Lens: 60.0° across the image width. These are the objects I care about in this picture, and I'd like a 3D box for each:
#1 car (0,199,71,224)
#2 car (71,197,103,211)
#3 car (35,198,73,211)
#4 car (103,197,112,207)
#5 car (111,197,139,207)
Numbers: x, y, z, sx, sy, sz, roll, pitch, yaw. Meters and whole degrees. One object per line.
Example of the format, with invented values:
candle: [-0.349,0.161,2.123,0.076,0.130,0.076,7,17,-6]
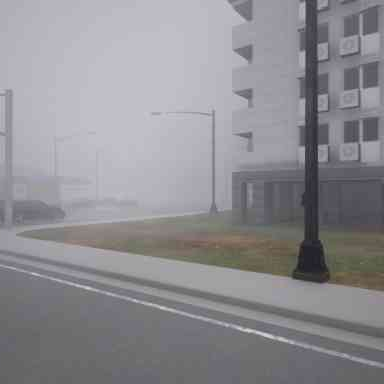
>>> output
car: [-12.122,1.352,25.473,2.097,1.767,4.553,0,0,37]
car: [-14.073,1.492,41.577,2.128,1.511,4.902,0,0,30]
car: [-17.589,1.564,42.495,1.994,1.385,4.181,0,0,31]
car: [-13.369,1.478,51.668,1.882,1.535,5.008,0,0,16]
car: [-9.943,1.601,50.867,1.895,1.301,4.718,0,0,16]
